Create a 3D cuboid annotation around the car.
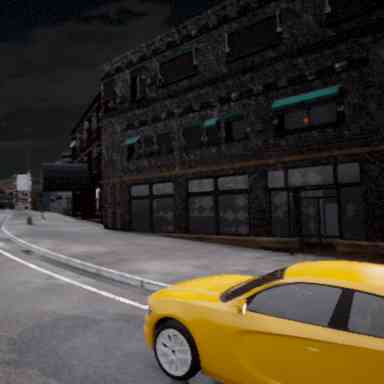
[{"bbox_3d":[1.612,1.568,3.878,5.008,1.535,1.882,0,-1,36],"label":"car"}]
